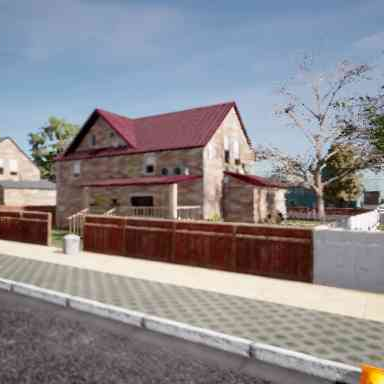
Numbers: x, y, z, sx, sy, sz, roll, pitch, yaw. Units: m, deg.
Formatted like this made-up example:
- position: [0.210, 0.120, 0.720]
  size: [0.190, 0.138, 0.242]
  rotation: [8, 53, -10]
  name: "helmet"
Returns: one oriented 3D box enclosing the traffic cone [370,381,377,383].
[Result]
- position: [1.670, 2.044, 3.057]
  size: [0.340, 0.580, 0.340]
  rotation: [0, -1, 32]
  name: "traffic cone"
